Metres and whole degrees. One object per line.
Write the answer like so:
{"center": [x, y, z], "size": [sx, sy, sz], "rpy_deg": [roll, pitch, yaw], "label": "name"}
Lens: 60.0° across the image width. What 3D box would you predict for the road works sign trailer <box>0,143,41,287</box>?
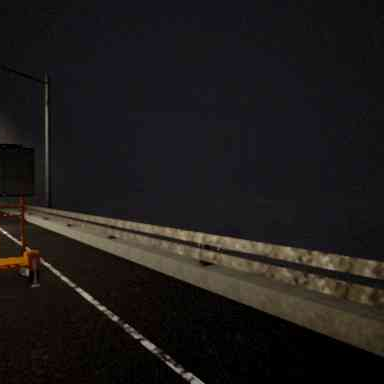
{"center": [-5.405, 0.521, 8.613], "size": [2.380, 3.560, 2.880], "rpy_deg": [0, 0, -35], "label": "road works sign trailer"}
